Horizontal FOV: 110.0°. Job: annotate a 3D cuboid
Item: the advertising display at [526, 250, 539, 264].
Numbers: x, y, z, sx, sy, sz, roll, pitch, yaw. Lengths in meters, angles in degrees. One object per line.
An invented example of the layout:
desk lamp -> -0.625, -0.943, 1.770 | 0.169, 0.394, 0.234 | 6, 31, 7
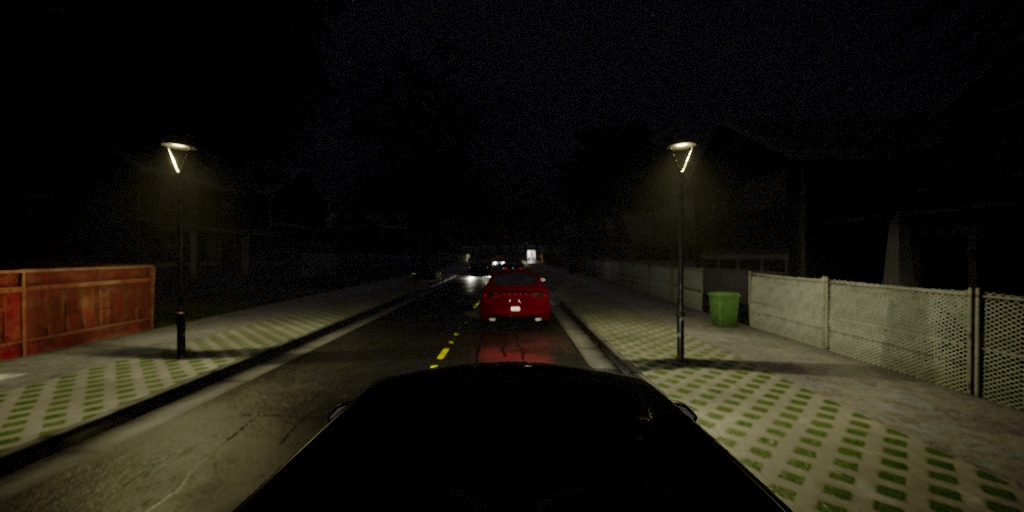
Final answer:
advertising display -> 3.045, 0.235, 55.662 | 1.540, 2.440, 0.280 | 0, 0, 0

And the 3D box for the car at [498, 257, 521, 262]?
car -> 0.114, 1.031, 30.765 | 2.033, 1.411, 5.357 | 0, 1, 0

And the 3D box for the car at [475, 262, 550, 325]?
car -> 0.089, 1.141, 11.487 | 1.882, 1.535, 5.008 | 0, 1, 0

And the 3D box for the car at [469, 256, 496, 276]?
car -> -2.828, 0.937, 33.060 | 1.882, 1.535, 5.008 | 0, 1, 0
